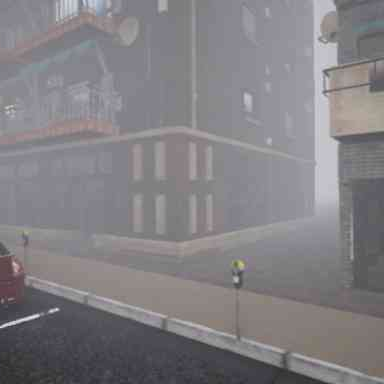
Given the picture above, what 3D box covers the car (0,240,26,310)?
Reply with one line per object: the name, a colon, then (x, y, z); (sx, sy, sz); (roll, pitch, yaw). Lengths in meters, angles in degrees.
car: (-5.060, 1.381, 6.454); (4.097, 1.590, 1.967); (1, -1, 35)
